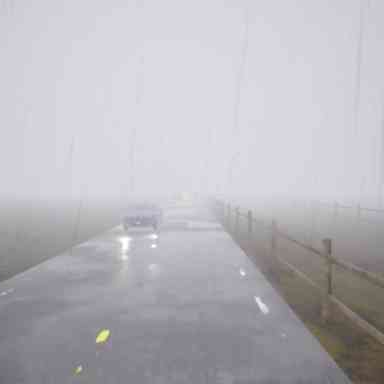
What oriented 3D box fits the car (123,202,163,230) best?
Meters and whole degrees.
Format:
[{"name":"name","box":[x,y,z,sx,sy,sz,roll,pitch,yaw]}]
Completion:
[{"name":"car","box":[-2.847,1.353,20.160,1.882,1.535,5.008,0,0,0]}]

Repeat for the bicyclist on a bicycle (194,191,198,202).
[{"name":"bicyclist on a bicycle","box":[0.762,0.785,57.560,0.659,1.776,1.843,0,1,0]}]

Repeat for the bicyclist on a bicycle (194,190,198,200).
[{"name":"bicyclist on a bicycle","box":[0.763,0.605,66.551,0.659,1.776,1.843,0,1,0]}]

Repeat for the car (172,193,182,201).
[{"name":"car","box":[-2.759,0.866,62.508,2.033,1.411,5.357,0,1,0]}]

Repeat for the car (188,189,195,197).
[{"name":"car","box":[0.008,0.372,82.184,1.812,1.442,4.674,0,2,0]}]
